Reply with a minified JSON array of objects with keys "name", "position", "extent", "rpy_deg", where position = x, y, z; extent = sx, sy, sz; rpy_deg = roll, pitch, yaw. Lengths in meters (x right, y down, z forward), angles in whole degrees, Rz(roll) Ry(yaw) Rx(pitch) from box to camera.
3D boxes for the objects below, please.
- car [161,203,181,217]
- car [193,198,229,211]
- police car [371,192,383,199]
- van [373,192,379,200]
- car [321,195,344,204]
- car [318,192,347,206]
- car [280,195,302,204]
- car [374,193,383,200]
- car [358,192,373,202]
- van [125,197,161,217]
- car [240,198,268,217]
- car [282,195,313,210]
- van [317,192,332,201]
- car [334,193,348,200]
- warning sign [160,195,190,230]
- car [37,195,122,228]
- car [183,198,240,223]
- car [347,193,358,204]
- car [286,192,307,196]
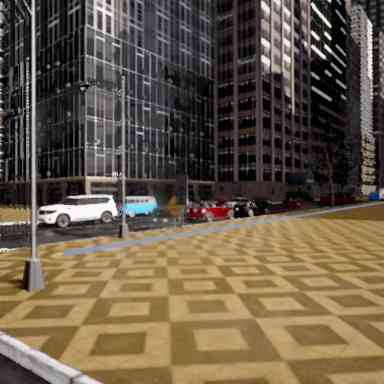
[{"name":"car","position":[-1.263,1.495,30.992],"extent":[2.033,1.411,5.357],"rpy_deg":[0,0,40]},{"name":"car","position":[2.270,1.436,39.247],"extent":[1.887,1.381,4.507],"rpy_deg":[0,1,40]},{"name":"police car","position":[44.069,0.810,78.894],"extent":[1.930,1.638,5.238],"rpy_deg":[0,0,40]},{"name":"van","position":[37.907,0.811,68.735],"extent":[1.690,1.788,3.998],"rpy_deg":[0,1,40]},{"name":"car","position":[23.656,1.189,55.764],"extent":[2.033,1.411,5.357],"rpy_deg":[0,0,40]},{"name":"car","position":[19.645,1.019,46.927],"extent":[2.192,1.841,5.009],"rpy_deg":[0,1,40]},{"name":"car","position":[16.886,1.269,56.686],"extent":[1.947,1.339,4.313],"rpy_deg":[0,1,40]},{"name":"car","position":[41.559,0.974,73.098],"extent":[2.008,1.369,4.403],"rpy_deg":[0,1,40]},{"name":"car","position":[30.712,1.087,60.143],"extent":[1.752,1.417,4.829],"rpy_deg":[0,1,40]},{"name":"van","position":[-5.121,1.327,30.595],"extent":[1.690,1.788,3.998],"rpy_deg":[0,1,40]},{"name":"car","position":[5.088,1.458,29.442],"extent":[1.947,1.339,4.313],"rpy_deg":[0,1,40]},{"name":"car","position":[12.341,1.380,38.206],"extent":[1.802,1.307,4.206],"rpy_deg":[0,1,40]},{"name":"van","position":[27.842,0.904,69.769],"extent":[1.690,1.788,3.998],"rpy_deg":[0,1,40]},{"name":"car","position":[35.148,1.036,78.495],"extent":[1.947,1.339,4.313],"rpy_deg":[0,1,40]},{"name":"warning sign","position":[-0.961,1.095,18.644],"extent":[1.300,1.860,1.060],"rpy_deg":[-1,-1,40]},{"name":"car","position":[-7.857,1.255,23.117],"extent":[2.150,2.045,5.566],"rpy_deg":[0,0,40]},{"name":"car","position":[1.478,1.379,25.044],"extent":[1.967,1.590,4.097],"rpy_deg":[0,1,40]},{"name":"car","position":[23.297,0.972,51.288],"extent":[2.192,1.841,5.009],"rpy_deg":[0,1,40]},{"name":"car","position":[14.354,0.978,44.672],"extent":[2.150,2.045,5.566],"rpy_deg":[0,0,40]}]
